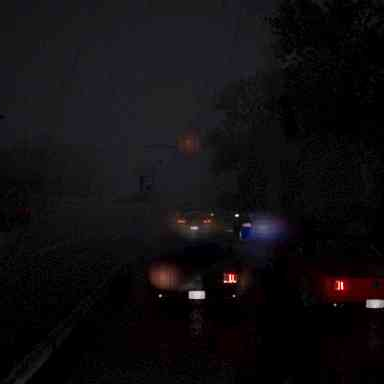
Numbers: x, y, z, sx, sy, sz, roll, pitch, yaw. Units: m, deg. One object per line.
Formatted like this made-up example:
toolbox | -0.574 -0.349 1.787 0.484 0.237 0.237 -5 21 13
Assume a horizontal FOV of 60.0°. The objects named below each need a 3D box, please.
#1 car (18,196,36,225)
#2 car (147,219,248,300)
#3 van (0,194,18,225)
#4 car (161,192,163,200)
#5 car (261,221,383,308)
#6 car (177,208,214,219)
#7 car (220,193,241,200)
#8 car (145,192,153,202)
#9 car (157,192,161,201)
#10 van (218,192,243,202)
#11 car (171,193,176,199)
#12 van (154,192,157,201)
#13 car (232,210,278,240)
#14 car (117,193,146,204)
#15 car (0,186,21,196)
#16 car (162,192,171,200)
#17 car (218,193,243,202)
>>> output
car | -13.627 1.403 23.549 4.553 1.767 2.185 -1 0 -19
car | 0.110 1.612 8.350 1.895 1.301 4.718 0 0 0
van | -13.602 1.296 20.572 4.442 1.987 1.878 -1 0 -19
car | -9.637 1.359 76.306 4.674 1.452 2.002 -1 0 -13
car | 3.120 1.611 7.859 1.895 1.301 4.718 0 0 0
car | 0.172 1.552 17.452 1.812 1.442 4.674 0 0 1
car | 9.460 1.128 81.619 4.553 1.767 2.185 1 0 -12
car | -10.797 1.314 64.348 5.366 1.575 1.946 -1 0 -15
car | -10.010 1.321 73.311 4.892 1.521 2.231 -1 0 -14
van | 7.285 1.042 63.949 4.442 1.987 1.878 1 0 -14
car | -8.000 1.064 88.296 5.566 2.045 2.435 -1 0 -12
van | -10.238 1.092 70.340 4.442 1.987 1.878 -1 0 -14
car | 3.164 1.588 16.607 1.994 1.385 4.181 0 0 1
car | -11.442 1.357 61.356 4.792 1.488 2.163 -1 0 -15
car | -28.163 0.136 52.224 2.002 1.452 4.674 6 -3 -19
car | -8.450 1.356 85.290 4.674 1.452 2.002 -1 0 -12
car | 7.669 1.141 66.919 4.553 1.767 2.185 1 0 -14
